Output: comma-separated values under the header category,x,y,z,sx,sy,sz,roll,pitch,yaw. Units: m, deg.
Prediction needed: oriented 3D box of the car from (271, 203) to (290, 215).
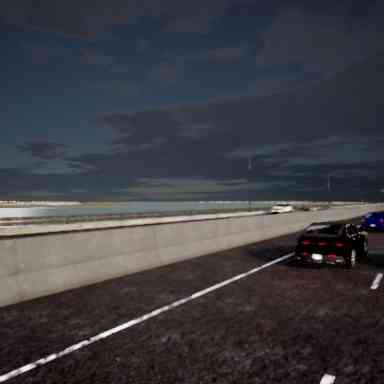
category,x,y,z,sx,sy,sz,roll,pitch,yaw
car,15.959,2.970,58.858,2.150,2.045,5.566,-2,-2,36

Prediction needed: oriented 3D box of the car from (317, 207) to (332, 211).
category,x,y,z,sx,sy,sz,roll,pitch,yaw
car,22.309,3.154,55.701,2.033,1.411,5.357,-2,-2,36

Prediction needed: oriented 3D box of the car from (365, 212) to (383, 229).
category,x,y,z,sx,sy,sz,roll,pitch,yaw
car,14.200,2.246,25.538,1.812,1.442,4.674,-2,-2,35

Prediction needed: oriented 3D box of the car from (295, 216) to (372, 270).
category,x,y,z,sx,sy,sz,roll,pitch,yaw
car,5.404,1.880,12.697,1.837,1.490,4.892,-2,-2,35

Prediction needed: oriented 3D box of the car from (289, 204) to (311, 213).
category,x,y,z,sx,sy,sz,roll,pitch,yaw
car,18.848,3.159,56.886,2.128,1.511,4.902,-2,-2,36
